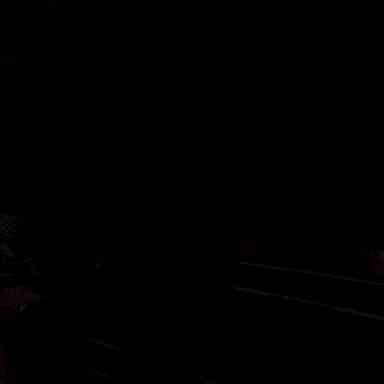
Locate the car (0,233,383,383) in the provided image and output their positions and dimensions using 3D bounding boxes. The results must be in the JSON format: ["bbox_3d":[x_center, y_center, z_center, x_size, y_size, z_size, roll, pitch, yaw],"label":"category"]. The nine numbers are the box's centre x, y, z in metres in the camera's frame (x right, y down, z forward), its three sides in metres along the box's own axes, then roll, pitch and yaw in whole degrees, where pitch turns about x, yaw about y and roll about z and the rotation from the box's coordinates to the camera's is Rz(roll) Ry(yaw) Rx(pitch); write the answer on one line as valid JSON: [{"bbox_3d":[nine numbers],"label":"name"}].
[{"bbox_3d":[0.027,1.304,2.778,5.009,1.841,2.192,1,0,35],"label":"car"}]
